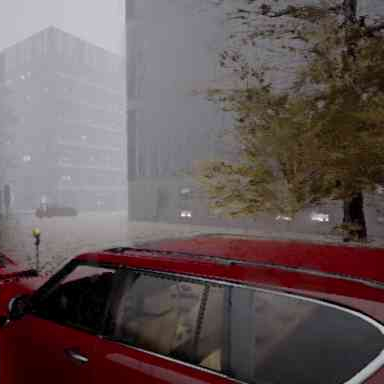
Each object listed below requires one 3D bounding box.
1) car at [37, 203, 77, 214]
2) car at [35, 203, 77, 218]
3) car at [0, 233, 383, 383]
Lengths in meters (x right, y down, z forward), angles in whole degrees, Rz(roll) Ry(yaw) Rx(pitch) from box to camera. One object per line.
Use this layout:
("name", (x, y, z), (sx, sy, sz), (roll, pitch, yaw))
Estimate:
("car", (-17.989, 2.189, 44.601), (1.752, 1.417, 4.829), (-2, -2, 35))
("car", (-14.322, 1.900, 35.351), (1.967, 1.590, 4.097), (-2, -2, 35))
("car", (-0.171, 1.323, 3.006), (5.009, 1.841, 2.192), (0, -1, 35))
